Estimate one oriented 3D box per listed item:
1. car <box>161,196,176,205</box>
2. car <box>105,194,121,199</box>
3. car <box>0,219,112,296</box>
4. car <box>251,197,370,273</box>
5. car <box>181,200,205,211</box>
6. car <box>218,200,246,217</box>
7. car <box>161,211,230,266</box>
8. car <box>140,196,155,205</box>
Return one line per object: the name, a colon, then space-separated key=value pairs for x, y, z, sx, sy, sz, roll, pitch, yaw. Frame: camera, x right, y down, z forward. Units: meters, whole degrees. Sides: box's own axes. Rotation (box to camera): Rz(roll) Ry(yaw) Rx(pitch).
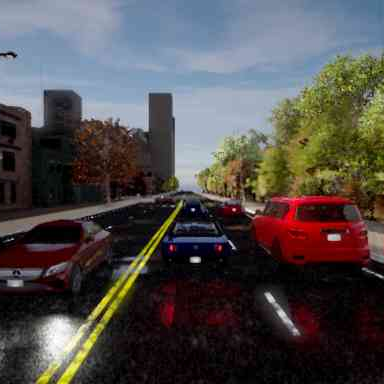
car: x=-3.467 y=1.221 z=50.148 sx=1.994 sy=1.385 sz=4.181 roll=0 pitch=0 yaw=-1
car: x=-20.711 y=1.230 z=86.716 sx=4.313 sy=1.339 sz=1.947 roll=-1 pitch=2 yaw=-1
car: x=-3.353 y=1.466 z=8.641 sx=1.812 sy=1.442 sz=4.674 roll=0 pitch=0 yaw=0
car: x=3.347 y=1.149 z=10.514 sx=2.150 sy=2.045 sz=5.566 roll=0 pitch=0 yaw=0
car: x=0.093 y=1.369 z=28.478 sx=1.994 sy=1.385 sz=4.181 roll=0 pitch=0 yaw=0
car: x=3.344 y=1.369 z=28.421 sx=1.994 sy=1.385 sz=4.181 roll=0 pitch=0 yaw=0
car: x=0.097 y=1.524 z=11.186 sx=1.895 sy=1.301 sz=4.718 roll=0 pitch=0 yaw=0
car: x=-6.715 y=1.257 z=50.409 sx=1.895 sy=1.301 sz=4.718 roll=0 pitch=0 yaw=-1
